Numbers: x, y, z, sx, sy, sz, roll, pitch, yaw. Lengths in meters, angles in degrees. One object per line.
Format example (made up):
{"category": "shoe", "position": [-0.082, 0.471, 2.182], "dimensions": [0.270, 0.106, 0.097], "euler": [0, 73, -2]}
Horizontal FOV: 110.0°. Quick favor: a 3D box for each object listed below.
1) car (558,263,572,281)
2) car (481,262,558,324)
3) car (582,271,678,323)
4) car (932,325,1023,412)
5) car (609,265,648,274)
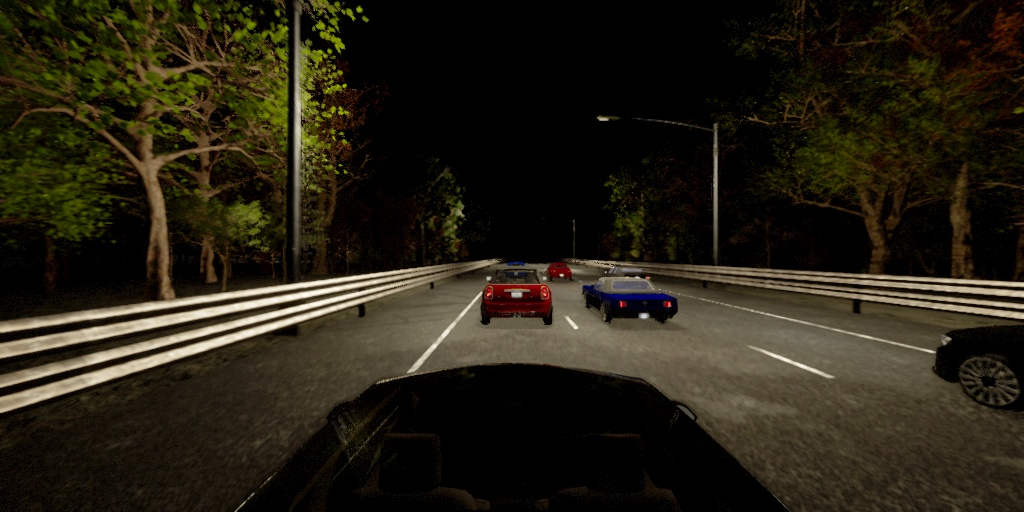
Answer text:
{"category": "car", "position": [3.837, 1.295, 29.715], "dimensions": [1.812, 1.442, 4.674], "euler": [0, 0, 1]}
{"category": "car", "position": [0.151, 1.110, 12.166], "dimensions": [2.097, 1.767, 4.553], "euler": [0, 0, 0]}
{"category": "car", "position": [3.648, 1.358, 12.082], "dimensions": [1.895, 1.301, 4.718], "euler": [0, 0, 0]}
{"category": "car", "position": [7.111, 1.243, 3.205], "dimensions": [2.128, 1.511, 4.902], "euler": [0, 0, 0]}
{"category": "car", "position": [7.247, 1.312, 23.101], "dimensions": [2.033, 1.411, 5.357], "euler": [0, 0, 1]}
